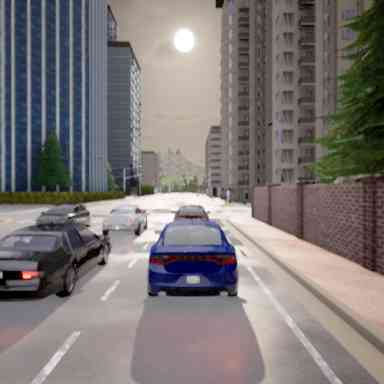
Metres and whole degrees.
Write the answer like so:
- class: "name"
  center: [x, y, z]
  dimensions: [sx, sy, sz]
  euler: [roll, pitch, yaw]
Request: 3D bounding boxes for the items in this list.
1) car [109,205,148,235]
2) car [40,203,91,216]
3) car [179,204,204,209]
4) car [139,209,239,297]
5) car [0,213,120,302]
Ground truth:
- class: "car"
  center: [-3.532, 1.448, 17.989]
  dimensions: [1.812, 1.442, 4.674]
  euler: [0, 0, 0]
- class: "car"
  center: [-7.151, 1.426, 18.831]
  dimensions: [1.837, 1.490, 4.892]
  euler: [0, 0, 0]
- class: "car"
  center: [-0.028, 1.427, 18.030]
  dimensions: [1.837, 1.490, 4.892]
  euler: [0, 0, 0]
- class: "car"
  center: [0.010, 1.441, 8.557]
  dimensions: [1.882, 1.535, 5.008]
  euler: [0, 0, 0]
- class: "car"
  center: [-3.483, 1.511, 8.401]
  dimensions: [2.033, 1.411, 5.357]
  euler: [0, 0, 0]
